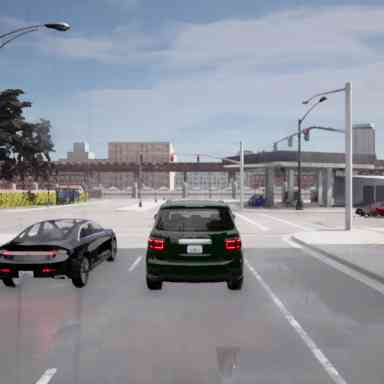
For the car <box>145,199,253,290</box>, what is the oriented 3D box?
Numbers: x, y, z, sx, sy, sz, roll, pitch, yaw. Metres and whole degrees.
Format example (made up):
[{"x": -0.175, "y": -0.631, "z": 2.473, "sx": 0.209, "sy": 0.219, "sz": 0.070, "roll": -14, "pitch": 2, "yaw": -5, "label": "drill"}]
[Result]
[{"x": 0.073, "y": 1.220, "z": 9.231, "sx": 2.150, "sy": 2.045, "sz": 5.566, "roll": 0, "pitch": 0, "yaw": 0, "label": "car"}]

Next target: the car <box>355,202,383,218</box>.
[{"x": 16.783, "y": 1.560, "z": 29.365, "sx": 4.181, "sy": 1.385, "sz": 1.994, "roll": 0, "pitch": 0, "yaw": -1, "label": "car"}]

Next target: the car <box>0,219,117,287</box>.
[{"x": -3.431, "y": 1.490, "z": 9.315, "sx": 2.128, "sy": 1.511, "sz": 4.902, "roll": 0, "pitch": 0, "yaw": 0, "label": "car"}]

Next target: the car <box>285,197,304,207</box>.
[{"x": 15.395, "y": 1.450, "z": 50.184, "sx": 1.970, "sy": 1.475, "sz": 3.806, "roll": 0, "pitch": 0, "yaw": 0, "label": "car"}]

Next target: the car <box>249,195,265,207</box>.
[{"x": 9.651, "y": 1.289, "z": 49.415, "sx": 2.242, "sy": 1.667, "sz": 4.611, "roll": 0, "pitch": 0, "yaw": 0, "label": "car"}]
